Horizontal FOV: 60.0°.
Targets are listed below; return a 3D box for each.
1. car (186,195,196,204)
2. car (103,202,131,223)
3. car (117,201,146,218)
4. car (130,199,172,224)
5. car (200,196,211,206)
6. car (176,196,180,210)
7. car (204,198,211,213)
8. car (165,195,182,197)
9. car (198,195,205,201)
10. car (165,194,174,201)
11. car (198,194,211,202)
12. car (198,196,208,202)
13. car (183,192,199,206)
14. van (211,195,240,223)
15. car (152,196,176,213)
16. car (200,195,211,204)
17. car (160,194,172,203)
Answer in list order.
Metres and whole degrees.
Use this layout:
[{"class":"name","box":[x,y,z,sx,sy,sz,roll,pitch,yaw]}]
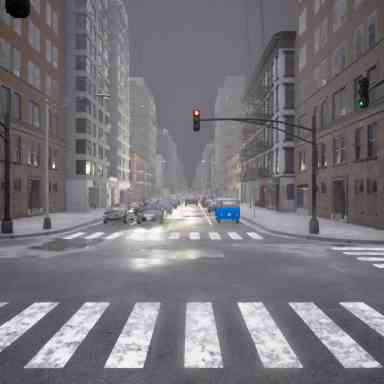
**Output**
[{"class":"car","box":[-0.118,1.460,65.102,1.882,1.535,5.008,0,0,0]},{"class":"car","box":[-5.434,1.550,24.952,2.008,1.369,4.403,0,0,0]},{"class":"car","box":[-5.444,1.543,30.633,1.887,1.381,4.507,0,0,0]},{"class":"car","box":[-2.882,1.491,24.504,2.128,1.511,4.902,0,0,-1]},{"class":"car","box":[2.551,1.577,47.700,1.802,1.307,4.206,0,0,0]},{"class":"car","box":[-2.925,1.560,43.173,1.994,1.385,4.181,0,0,0]},{"class":"car","box":[2.571,1.580,36.337,1.802,1.307,4.206,0,0,0]},{"class":"car","box":[-2.902,1.555,53.195,1.994,1.385,4.181,0,0,1]},{"class":"car","box":[2.480,1.532,87.469,1.947,1.339,4.313,0,0,0]},{"class":"car","box":[-5.535,1.410,81.770,1.967,1.590,4.097,0,0,0]},{"class":"car","box":[2.541,1.306,53.381,2.192,1.841,5.009,0,0,0]},{"class":"car","box":[2.500,1.525,76.106,2.008,1.369,4.403,0,0,0]},{"class":"car","box":[-0.100,1.341,55.069,2.097,1.767,4.553,0,0,0]},{"class":"van","box":[2.591,1.340,24.975,1.690,1.788,3.998,0,0,0]},{"class":"car","box":[-2.912,1.476,33.947,1.882,1.535,5.008,0,0,0]},{"class":"car","box":[2.520,1.422,64.744,1.967,1.590,4.097,0,0,0]},{"class":"car","box":[-5.515,1.293,70.406,2.192,1.841,5.009,0,0,0]}]
